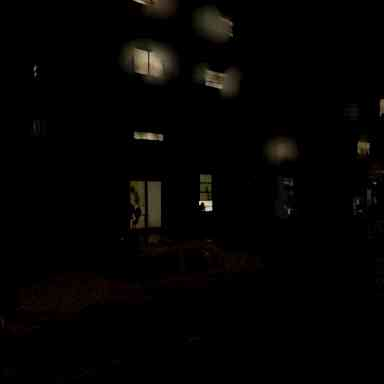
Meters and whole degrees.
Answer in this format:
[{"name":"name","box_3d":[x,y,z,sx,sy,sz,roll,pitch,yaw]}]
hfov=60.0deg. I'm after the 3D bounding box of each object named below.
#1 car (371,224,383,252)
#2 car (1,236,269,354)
[{"name":"car","box_3d":[8.461,1.550,12.566,4.403,1.369,2.008,0,0,-35]},{"name":"car","box_3d":[-0.686,1.525,6.068,4.829,1.417,1.752,0,0,-35]}]
